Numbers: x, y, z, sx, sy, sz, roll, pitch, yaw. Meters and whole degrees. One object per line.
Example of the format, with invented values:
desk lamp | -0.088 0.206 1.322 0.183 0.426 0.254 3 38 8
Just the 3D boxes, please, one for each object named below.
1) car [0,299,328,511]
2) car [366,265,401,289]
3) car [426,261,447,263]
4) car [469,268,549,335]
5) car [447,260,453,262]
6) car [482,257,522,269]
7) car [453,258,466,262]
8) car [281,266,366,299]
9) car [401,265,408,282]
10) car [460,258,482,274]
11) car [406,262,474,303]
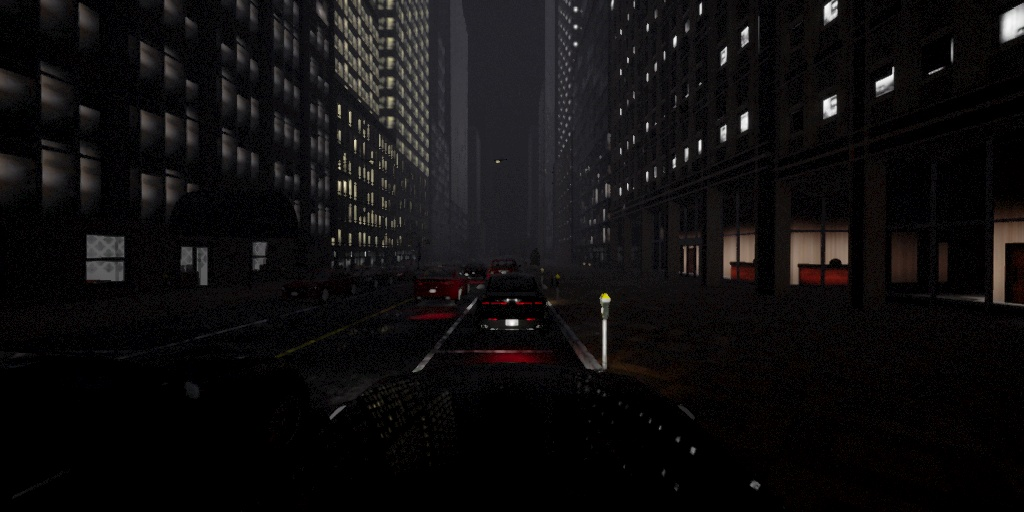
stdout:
car | -3.146 1.275 2.015 1.812 1.442 4.674 0 0 0
car | -8.838 1.296 22.523 2.007 1.370 4.403 0 0 0
car | -8.837 1.293 39.574 2.007 1.370 4.403 0 0 0
car | -0.001 1.252 10.501 1.837 1.490 4.892 0 0 0
car | -8.837 1.291 50.940 2.007 1.370 4.403 0 0 0
car | -0.457 1.061 22.523 2.192 1.841 5.009 0 0 0
car | -6.151 1.234 48.674 2.128 1.511 4.902 0 0 0
car | -8.837 1.292 16.839 1.888 1.381 4.507 0 0 0
car | -8.837 1.327 28.206 1.802 1.307 4.207 0 0 0
car | -3.140 1.222 31.707 1.882 1.535 5.008 0 0 0
car | -3.140 1.225 16.708 1.882 1.535 5.008 0 0 0
